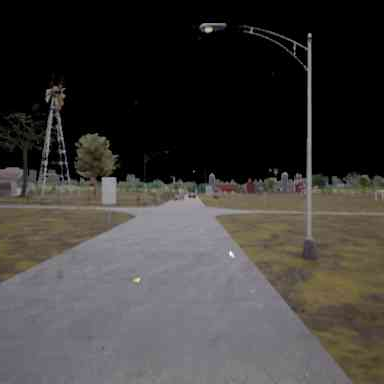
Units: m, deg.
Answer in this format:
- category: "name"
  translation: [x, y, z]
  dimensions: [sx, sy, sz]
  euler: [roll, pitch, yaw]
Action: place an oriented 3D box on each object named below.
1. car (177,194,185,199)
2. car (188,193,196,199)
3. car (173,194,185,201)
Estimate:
- category: "car"
  translation: [-2.752, 1.112, 82.780]
  dimensions: [1.895, 1.301, 4.718]
  euler: [0, 0, 0]
- category: "car"
  translation: [-0.002, 0.984, 83.337]
  dimensions: [1.882, 1.535, 5.008]
  euler: [0, 0, 0]
- category: "car"
  translation: [-2.755, 1.154, 67.444]
  dimensions: [1.994, 1.385, 4.181]
  euler: [0, 0, 0]
